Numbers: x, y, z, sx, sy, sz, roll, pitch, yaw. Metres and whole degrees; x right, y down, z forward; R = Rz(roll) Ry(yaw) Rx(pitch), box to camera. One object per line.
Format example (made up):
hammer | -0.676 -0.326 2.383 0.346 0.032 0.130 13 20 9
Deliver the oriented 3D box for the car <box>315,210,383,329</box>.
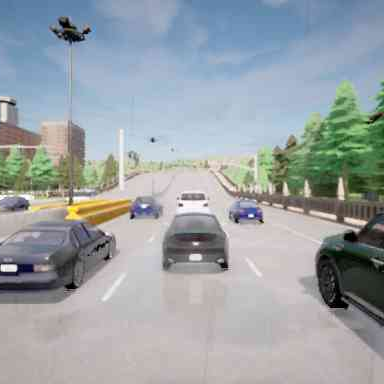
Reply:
car | 3.595 1.165 4.479 2.150 2.045 5.566 0 1 0

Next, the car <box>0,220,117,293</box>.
car | -3.413 1.440 8.721 2.033 1.411 5.357 0 1 0

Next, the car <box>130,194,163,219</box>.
car | -3.425 1.036 25.885 2.097 1.767 4.553 0 1 0

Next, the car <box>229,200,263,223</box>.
car | 3.577 1.251 22.496 1.812 1.442 4.674 0 1 0

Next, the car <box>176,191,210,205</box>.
car | 0.077 0.938 23.204 2.150 2.045 5.566 0 1 0

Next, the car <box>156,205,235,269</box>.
car | 0.090 1.372 10.682 1.837 1.490 4.892 0 0 0

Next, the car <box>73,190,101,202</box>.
car | -10.536 0.819 32.450 2.150 2.045 5.566 0 1 0
